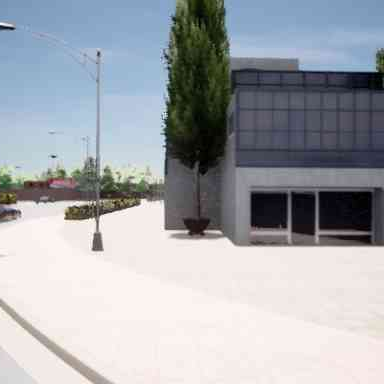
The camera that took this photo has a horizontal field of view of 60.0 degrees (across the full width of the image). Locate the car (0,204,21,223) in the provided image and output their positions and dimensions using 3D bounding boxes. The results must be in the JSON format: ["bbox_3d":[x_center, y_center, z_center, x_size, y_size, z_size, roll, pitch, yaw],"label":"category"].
[{"bbox_3d":[-15.180,1.627,25.784,2.033,1.411,5.357,0,0,-6],"label":"car"}]
